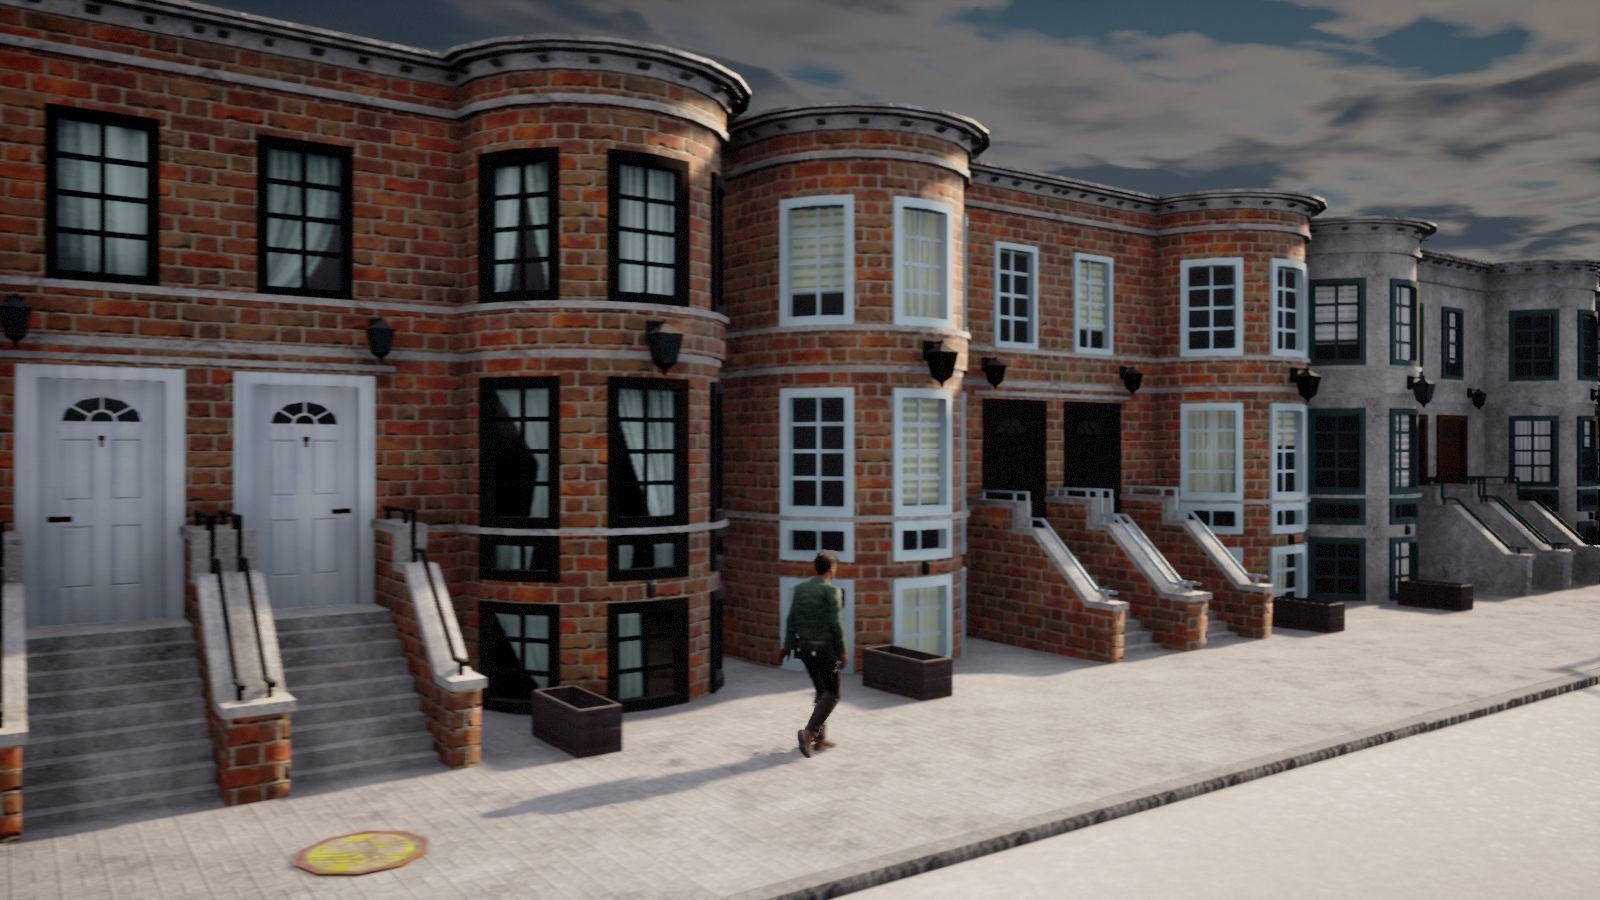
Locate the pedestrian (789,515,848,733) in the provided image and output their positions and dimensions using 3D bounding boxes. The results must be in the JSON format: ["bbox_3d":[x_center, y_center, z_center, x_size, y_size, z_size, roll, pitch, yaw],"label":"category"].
[{"bbox_3d":[0.166,1.524,10.168,0.375,1.860,0.375,0,0,-44],"label":"pedestrian"}]
